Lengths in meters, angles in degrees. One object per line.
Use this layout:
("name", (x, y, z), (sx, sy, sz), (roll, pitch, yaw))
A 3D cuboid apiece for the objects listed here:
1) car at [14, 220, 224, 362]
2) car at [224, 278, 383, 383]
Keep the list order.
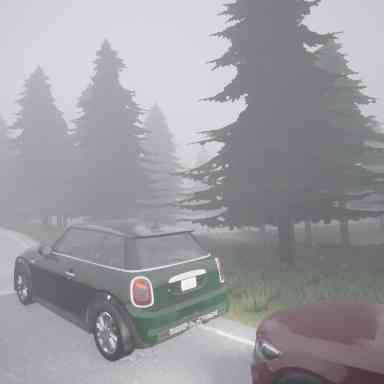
("car", (-1.576, 1.308, 6.213), (4.553, 1.767, 2.097), (1, 1, 44))
("car", (2.754, 1.531, 2.593), (4.674, 1.442, 1.812), (1, 0, 36))
